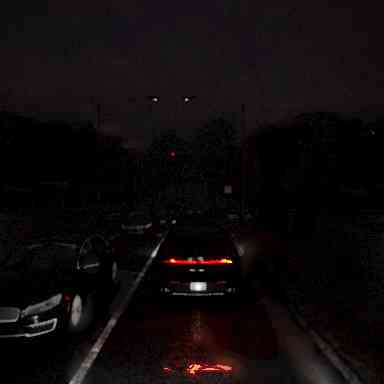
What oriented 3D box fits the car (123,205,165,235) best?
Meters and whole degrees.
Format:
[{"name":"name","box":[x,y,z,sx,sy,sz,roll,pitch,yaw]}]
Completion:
[{"name":"car","box":[-2.642,1.571,17.511,1.802,1.307,4.206,-2,0,0]}]

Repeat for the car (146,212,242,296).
[{"name":"car","box":[0.112,1.496,8.569,1.837,1.490,4.892,0,0,0]}]

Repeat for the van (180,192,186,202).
[{"name":"van","box":[-2.598,1.317,66.444,1.690,1.788,3.998,-1,0,0]}]

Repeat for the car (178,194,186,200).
[{"name":"car","box":[-2.568,1.373,88.608,2.008,1.369,4.403,-1,1,0]}]

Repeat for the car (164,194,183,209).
[{"name":"car","box":[-2.622,1.455,44.288,1.967,1.590,4.097,-2,0,0]}]

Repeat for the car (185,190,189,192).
[{"name":"car","box":[-2.565,1.072,94.157,2.192,1.841,5.009,-1,1,0]}]

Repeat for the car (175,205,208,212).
[{"name":"car","box":[0.148,1.589,18.700,1.895,1.301,4.718,0,0,1]}]

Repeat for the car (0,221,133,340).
[{"name":"car","box":[-2.653,1.543,6.617,2.008,1.369,4.403,-2,0,0]}]

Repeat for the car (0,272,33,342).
[{"name":"car","box":[-2.658,1.549,1.168,2.008,1.369,4.403,-2,0,0]}]

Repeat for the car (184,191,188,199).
[{"name":"car","box":[-2.593,1.262,71.987,2.192,1.841,5.009,-1,0,0]}]
